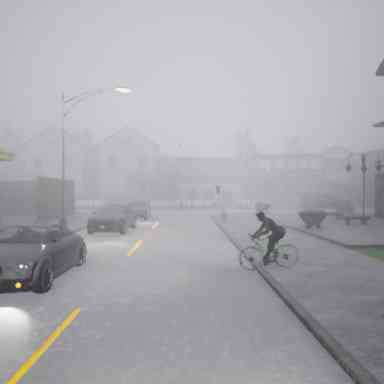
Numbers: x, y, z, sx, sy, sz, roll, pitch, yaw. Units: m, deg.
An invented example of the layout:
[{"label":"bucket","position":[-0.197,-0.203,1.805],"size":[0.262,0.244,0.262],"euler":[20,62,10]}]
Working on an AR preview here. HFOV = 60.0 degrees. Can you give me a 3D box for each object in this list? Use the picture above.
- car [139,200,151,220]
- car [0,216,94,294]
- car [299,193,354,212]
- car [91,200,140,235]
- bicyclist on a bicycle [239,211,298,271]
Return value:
[{"label":"car","position":[-4.407,1.441,27.061],"size":[1.837,1.490,4.892],"euler":[0,0,-1]},{"label":"car","position":[-4.209,1.544,8.596],"size":[1.994,1.385,4.181],"euler":[0,0,-1]},{"label":"car","position":[14.519,1.130,36.181],"size":[5.566,2.045,2.150],"euler":[0,0,1]},{"label":"car","position":[-4.347,1.433,18.565],"size":[1.882,1.535,5.008],"euler":[0,0,-1]},{"label":"bicyclist on a bicycle","position":[2.085,1.347,9.135],"size":[1.656,1.620,0.582],"euler":[-4,2,-1]}]
